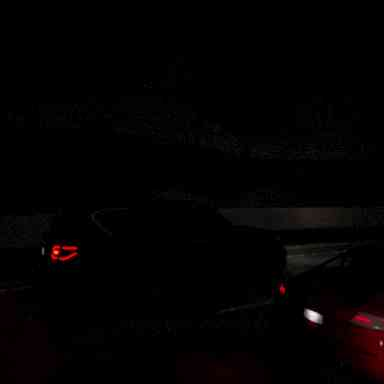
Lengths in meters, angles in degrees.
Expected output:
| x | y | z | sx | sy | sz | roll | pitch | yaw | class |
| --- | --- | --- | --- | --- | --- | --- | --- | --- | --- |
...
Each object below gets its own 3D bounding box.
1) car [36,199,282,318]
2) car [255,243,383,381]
| x | y | z | sx | sy | sz | roll | pitch | yaw | class |
| --- | --- | --- | --- | --- | --- | --- | --- | --- | --- |
| -0.433 | 1.188 | 7.490 | 5.566 | 2.045 | 2.150 | 0 | 0 | -30 | car |
| 3.322 | 1.562 | 5.180 | 4.181 | 1.385 | 1.994 | 0 | 0 | -28 | car |
